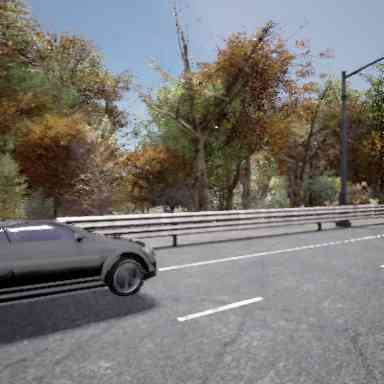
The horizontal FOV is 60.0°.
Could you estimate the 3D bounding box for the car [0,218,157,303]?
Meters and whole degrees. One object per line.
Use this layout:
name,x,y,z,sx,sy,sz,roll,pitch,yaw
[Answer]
car,-2.759,1.165,6.138,4.181,1.385,1.994,1,-3,-35
